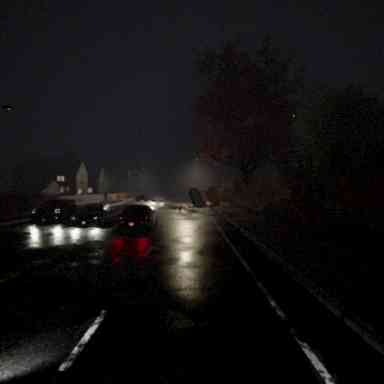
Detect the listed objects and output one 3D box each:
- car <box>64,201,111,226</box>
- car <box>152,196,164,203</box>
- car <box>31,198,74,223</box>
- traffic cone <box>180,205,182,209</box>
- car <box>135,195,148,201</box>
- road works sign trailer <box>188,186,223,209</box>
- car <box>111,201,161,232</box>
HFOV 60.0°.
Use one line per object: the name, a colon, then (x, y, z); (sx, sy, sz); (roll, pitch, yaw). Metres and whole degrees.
car: (-6.582, 1.476, 22.868); (2.033, 1.411, 5.357); (0, 0, 0)
car: (-6.471, 1.371, 63.638); (1.895, 1.301, 4.718); (0, 0, 1)
car: (-9.829, 1.275, 24.280); (2.097, 1.767, 4.553); (0, 0, 0)
traffic cone: (-1.353, 1.835, 36.746); (0.340, 0.580, 0.340); (0, 0, 0)
car: (-9.712, 1.290, 64.767); (1.812, 1.442, 4.674); (0, 0, 0)
road works sign trailer: (1.059, 0.823, 37.618); (2.880, 2.380, 3.560); (-32, -23, 34)
car: (-3.133, 1.466, 19.494); (1.812, 1.442, 4.674); (0, 0, 0)
